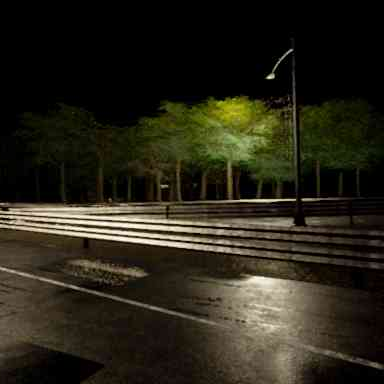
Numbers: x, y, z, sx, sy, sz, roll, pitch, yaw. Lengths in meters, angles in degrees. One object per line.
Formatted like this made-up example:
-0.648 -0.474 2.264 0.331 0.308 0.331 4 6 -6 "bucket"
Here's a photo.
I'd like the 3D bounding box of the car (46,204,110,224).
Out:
-8.962 1.612 25.444 5.357 1.411 2.033 -1 -1 9 "car"
